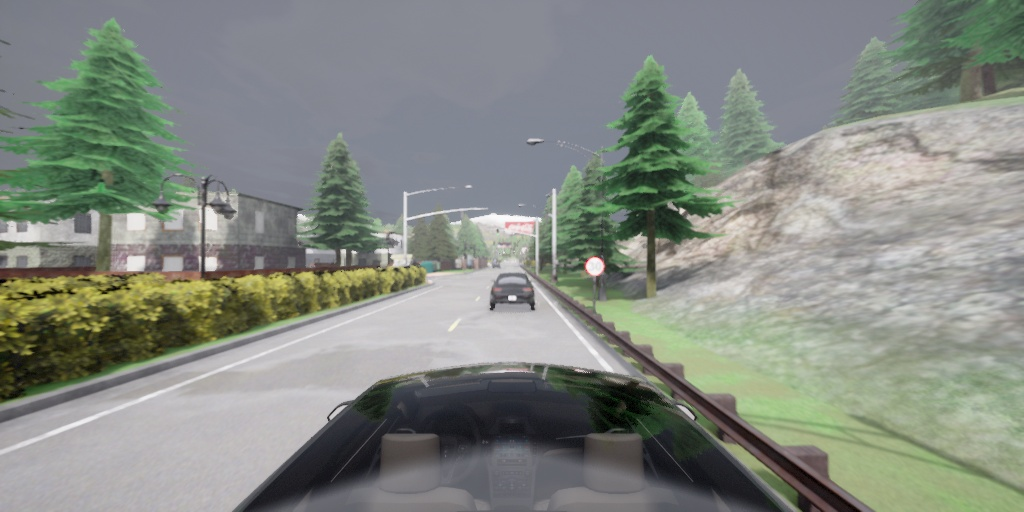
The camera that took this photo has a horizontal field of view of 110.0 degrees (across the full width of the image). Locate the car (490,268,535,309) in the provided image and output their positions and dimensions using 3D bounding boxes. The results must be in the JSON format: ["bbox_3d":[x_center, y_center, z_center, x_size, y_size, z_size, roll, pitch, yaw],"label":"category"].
[{"bbox_3d":[0.031,1.430,15.724,1.812,1.442,4.674,0,0,1],"label":"car"}]

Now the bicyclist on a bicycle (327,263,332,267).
[{"bbox_3d":[-23.115,1.692,45.401,0.582,1.620,1.656,0,0,7],"label":"bicyclist on a bicycle"}]
